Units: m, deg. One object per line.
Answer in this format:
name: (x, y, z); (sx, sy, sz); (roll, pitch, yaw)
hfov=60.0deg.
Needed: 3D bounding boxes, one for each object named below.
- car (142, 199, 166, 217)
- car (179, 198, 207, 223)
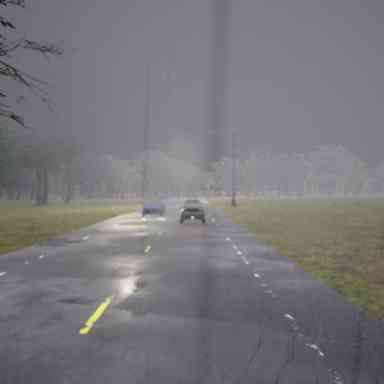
car: (-3.548, 1.446, 31.704); (1.882, 1.535, 5.008); (0, 0, 0)
car: (0.065, 1.506, 25.429); (1.837, 1.490, 4.892); (0, 1, 0)
